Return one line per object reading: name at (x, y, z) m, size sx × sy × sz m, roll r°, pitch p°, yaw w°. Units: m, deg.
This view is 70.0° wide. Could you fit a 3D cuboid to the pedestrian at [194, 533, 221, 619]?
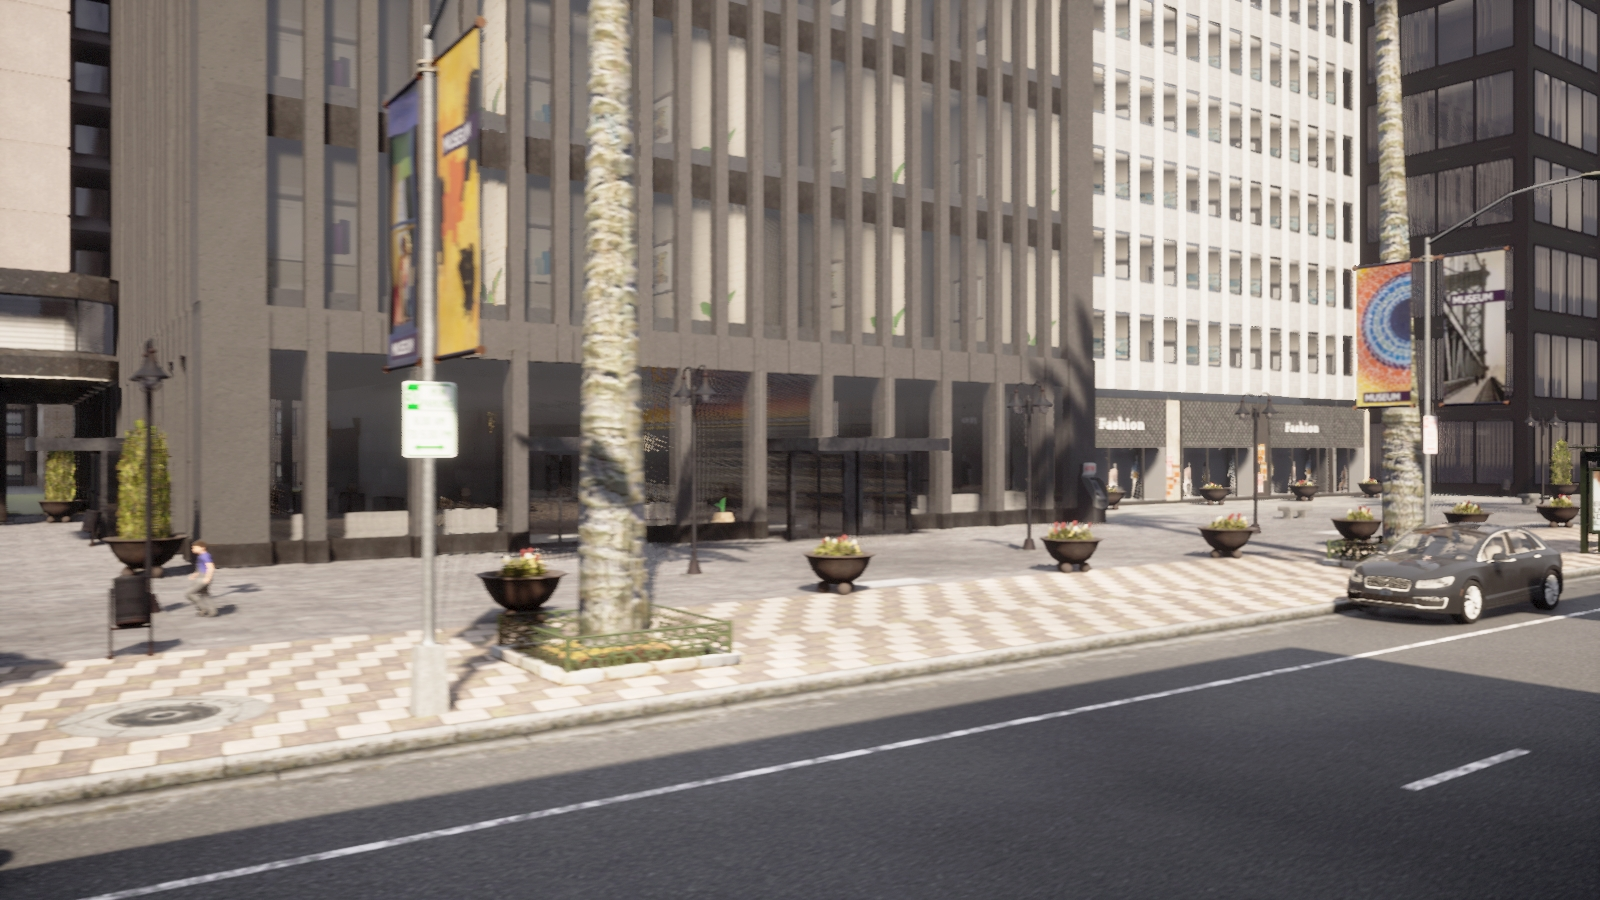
pedestrian at (-9.374, 1.987, 18.062) m, size 0.375 × 1.300 × 0.375 m, roll 0°, pitch 0°, yaw -28°
